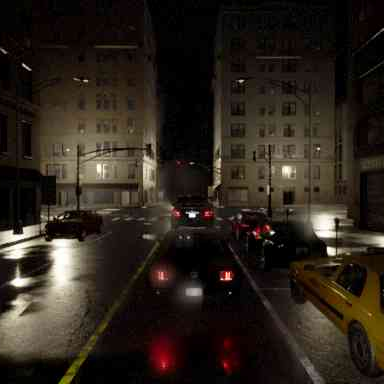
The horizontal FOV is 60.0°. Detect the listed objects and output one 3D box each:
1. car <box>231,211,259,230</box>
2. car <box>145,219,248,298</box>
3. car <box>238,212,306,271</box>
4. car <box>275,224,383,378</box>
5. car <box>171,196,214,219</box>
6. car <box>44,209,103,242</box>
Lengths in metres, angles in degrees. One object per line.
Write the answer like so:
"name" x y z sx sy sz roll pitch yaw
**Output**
"car" 2.882 1.577 16.325 1.802 1.307 4.206 -1 0 0
"car" 0.053 1.599 8.496 1.895 1.301 4.718 0 0 0
"car" 2.875 1.563 10.740 1.947 1.339 4.313 -1 0 0
"car" 2.868 1.524 5.323 1.752 1.417 4.829 -1 0 0
"car" 0.015 1.216 18.488 2.150 2.045 5.566 0 0 0
"car" -5.664 1.539 16.333 1.887 1.381 4.507 -1 0 0
